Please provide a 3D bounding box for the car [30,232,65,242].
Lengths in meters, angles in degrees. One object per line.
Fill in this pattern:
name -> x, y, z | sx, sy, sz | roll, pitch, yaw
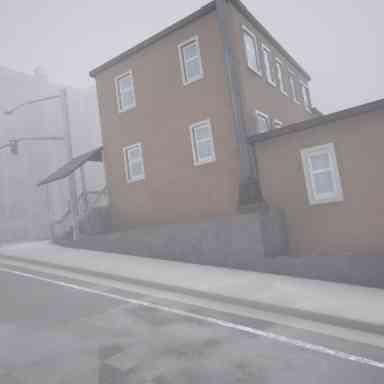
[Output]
car -> -11.717, 4.278, 29.077 | 1.837, 1.490, 4.892 | -12, -11, 35
